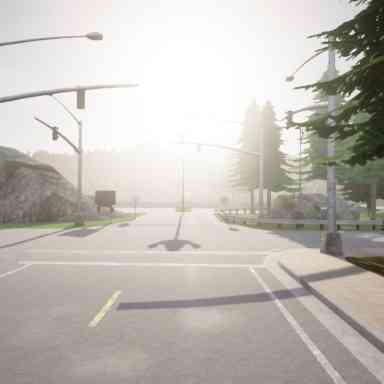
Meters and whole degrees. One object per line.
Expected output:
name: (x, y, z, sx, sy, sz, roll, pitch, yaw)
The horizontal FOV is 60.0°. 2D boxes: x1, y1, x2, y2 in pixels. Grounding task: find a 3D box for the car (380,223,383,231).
car: (15.035, 2.058, 21.108, 5.357, 1.411, 2.033, 0, -1, -2)
